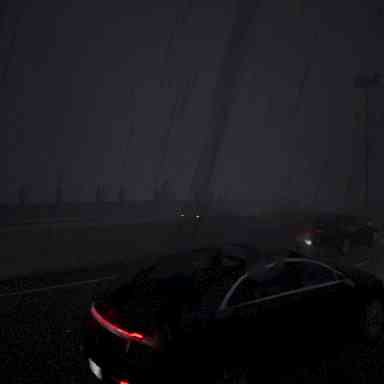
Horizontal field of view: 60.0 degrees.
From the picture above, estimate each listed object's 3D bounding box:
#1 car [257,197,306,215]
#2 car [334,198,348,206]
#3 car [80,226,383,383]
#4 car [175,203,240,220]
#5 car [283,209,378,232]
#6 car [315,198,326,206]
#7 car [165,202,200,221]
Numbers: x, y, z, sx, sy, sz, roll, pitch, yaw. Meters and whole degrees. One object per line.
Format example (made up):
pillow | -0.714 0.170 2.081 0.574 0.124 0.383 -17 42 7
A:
car | 6.658 1.461 24.581 2.097 1.767 4.553 0 0 41
car | 26.779 1.832 59.914 1.994 1.385 4.181 0 0 18
car | 0.972 1.513 4.733 4.902 1.511 2.128 0 0 -38
car | 1.346 1.706 23.951 1.895 1.301 4.718 0 0 44
car | 5.980 1.567 13.605 4.892 1.490 1.837 0 0 -43
car | 23.028 1.813 59.627 2.033 1.411 5.357 0 0 19
car | -0.082 1.611 27.547 2.128 1.511 4.902 0 0 43
